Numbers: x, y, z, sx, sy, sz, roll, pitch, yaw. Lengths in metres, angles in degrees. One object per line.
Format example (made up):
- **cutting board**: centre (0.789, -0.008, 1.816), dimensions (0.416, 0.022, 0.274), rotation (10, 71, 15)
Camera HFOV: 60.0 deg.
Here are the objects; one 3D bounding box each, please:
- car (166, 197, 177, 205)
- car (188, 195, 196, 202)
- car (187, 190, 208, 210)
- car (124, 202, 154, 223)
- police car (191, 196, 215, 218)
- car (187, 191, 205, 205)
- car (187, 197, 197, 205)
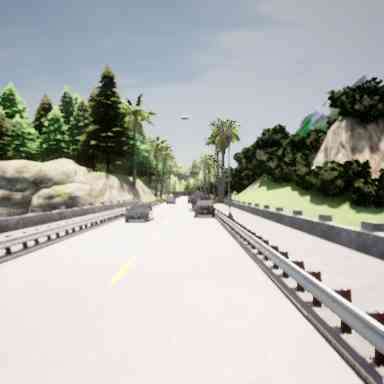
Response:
- **car**: centre (-4.023, 1.739, 64.668), dimensions (1.812, 1.442, 4.674), rotation (0, 1, 0)
- **car**: centre (-0.025, 1.596, 81.171), dimensions (1.882, 1.535, 5.008), rotation (0, 0, 0)
- **car**: centre (0.796, 1.092, 47.843), dimensions (2.150, 2.045, 5.566), rotation (-25, 0, 0)
- **car**: centre (-4.105, 1.583, 26.574), dimensions (1.837, 1.490, 4.892), rotation (0, -1, 0)
- **police car**: centre (1.149, 1.517, 31.926), dimensions (1.930, 1.638, 5.238), rotation (0, 0, 0)
- **car**: centre (0.807, 1.075, 41.842), dimensions (2.150, 2.045, 5.566), rotation (-25, 0, 0)
- **car**: centre (-0.020, 1.684, 65.432), dimensions (1.837, 1.490, 4.892), rotation (0, 0, 0)
